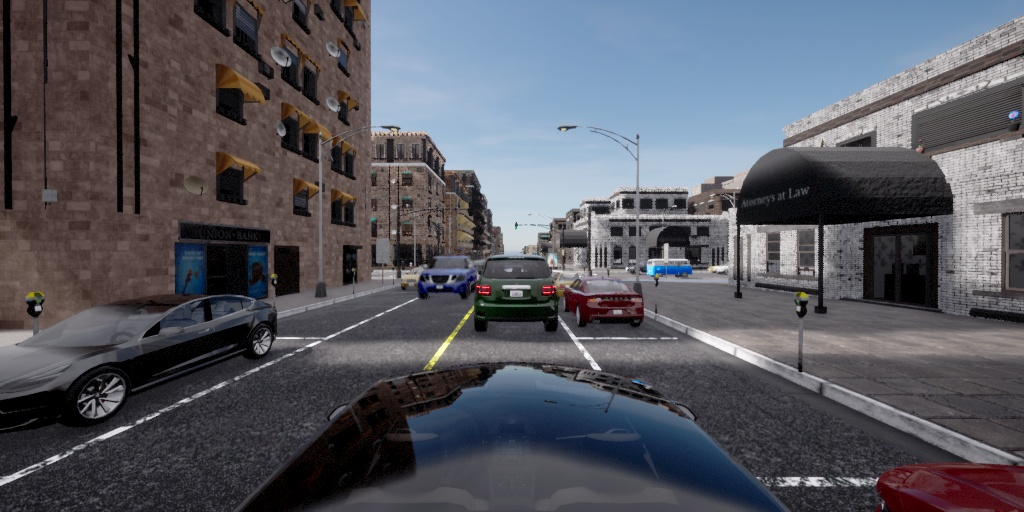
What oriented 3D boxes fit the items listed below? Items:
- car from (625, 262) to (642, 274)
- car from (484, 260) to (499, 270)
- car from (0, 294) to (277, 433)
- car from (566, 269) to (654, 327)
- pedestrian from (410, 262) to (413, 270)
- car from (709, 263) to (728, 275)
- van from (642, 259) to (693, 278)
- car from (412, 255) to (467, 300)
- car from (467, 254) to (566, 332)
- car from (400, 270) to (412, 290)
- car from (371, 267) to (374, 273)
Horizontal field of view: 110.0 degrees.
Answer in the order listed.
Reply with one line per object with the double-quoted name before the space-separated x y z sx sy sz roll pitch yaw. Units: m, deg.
"car" 14.975 1.279 39.317 4.902 1.511 2.128 0 0 -2
"car" -3.026 1.340 53.823 1.994 1.385 4.181 0 0 0
"car" -5.686 1.315 5.689 1.948 1.339 4.313 0 0 0
"car" 2.702 1.295 11.369 1.888 1.381 4.507 0 0 0
"pedestrian" -12.574 1.215 44.671 0.500 1.100 0.500 0 0 0
"car" 24.817 1.414 39.367 4.718 1.301 1.895 0 0 0
"van" 14.697 1.166 33.517 3.998 1.789 1.690 0 0 0
"car" -3.079 0.975 18.044 2.150 2.045 5.566 0 0 0
"car" 0.109 0.972 11.042 2.150 2.045 5.566 0 0 0
"car" -5.664 1.279 22.608 1.751 1.417 4.829 0 0 0
"car" -16.436 1.346 35.912 4.718 1.301 1.895 0 0 0
